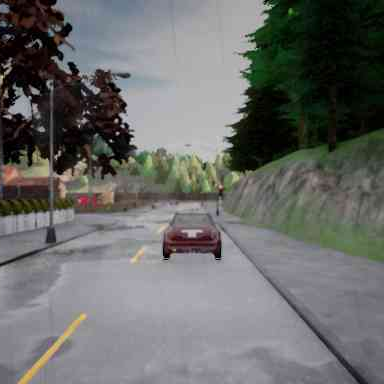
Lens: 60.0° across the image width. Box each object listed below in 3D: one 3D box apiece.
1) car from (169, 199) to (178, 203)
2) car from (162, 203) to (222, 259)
[{"bbox_3d":[-4.007,2.316,72.733,2.128,1.511,4.902,0,-1,0],"label":"car"},{"bbox_3d":[0.016,1.498,13.411,2.097,1.767,4.553,0,-1,0],"label":"car"}]
